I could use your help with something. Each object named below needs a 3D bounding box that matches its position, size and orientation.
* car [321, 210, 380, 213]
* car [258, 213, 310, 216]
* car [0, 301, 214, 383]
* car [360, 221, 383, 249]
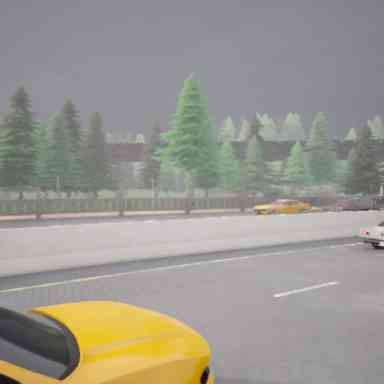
[{"bbox_3d":[12.270,1.236,25.838,4.553,1.767,2.097,0,0,-21],"label":"car"},{"bbox_3d":[7.472,1.345,27.658,5.008,1.535,1.882,0,0,-23],"label":"car"},{"bbox_3d":[-2.078,1.462,2.153,5.008,1.535,1.882,0,0,-36],"label":"car"},{"bbox_3d":[8.748,1.547,12.690,4.718,1.301,1.895,0,0,-26],"label":"car"}]
